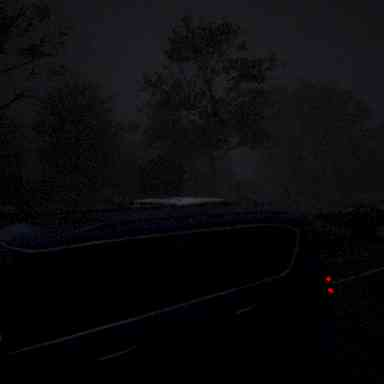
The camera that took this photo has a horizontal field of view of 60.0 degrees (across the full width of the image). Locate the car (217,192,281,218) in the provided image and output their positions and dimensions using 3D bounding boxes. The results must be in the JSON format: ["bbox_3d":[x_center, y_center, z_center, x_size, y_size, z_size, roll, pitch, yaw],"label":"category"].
[{"bbox_3d":[4.980,1.056,30.051,2.435,2.045,5.566,0,0,-36],"label":"car"}]

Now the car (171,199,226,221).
[{"bbox_3d":[0.436,1.380,26.835,2.002,1.452,4.674,0,0,-36],"label":"car"}]

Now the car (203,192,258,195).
[{"bbox_3d":[2.815,1.071,28.503,2.435,2.045,5.566,0,0,-36],"label":"car"}]

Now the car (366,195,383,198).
[{"bbox_3d":[25.483,1.169,44.745,2.231,1.521,4.892,0,0,-36],"label":"car"}]

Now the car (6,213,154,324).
[{"bbox_3d":[-3.092,1.448,8.235,2.097,1.535,5.008,-1,0,-36],"label":"car"}]

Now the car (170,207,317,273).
[{"bbox_3d":[1.472,1.400,11.498,2.231,1.521,4.892,-1,0,-35],"label":"car"}]

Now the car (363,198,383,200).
[{"bbox_3d":[10.479,1.317,18.167,1.946,1.575,5.366,0,0,-36],"label":"car"}]

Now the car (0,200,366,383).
[{"bbox_3d":[-0.973,1.214,2.991,5.566,2.045,2.150,-1,0,-35],"label":"car"}]

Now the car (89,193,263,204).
[{"bbox_3d":[-0.832,1.172,9.891,2.435,2.045,5.566,-1,0,-36],"label":"car"}]

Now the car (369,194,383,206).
[{"bbox_3d":[27.853,1.150,46.204,1.946,1.575,5.366,0,0,-36],"label":"car"}]

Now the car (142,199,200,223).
[{"bbox_3d":[-1.728,1.359,25.286,2.097,1.535,5.008,-1,0,-36],"label":"car"}]

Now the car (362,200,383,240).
[{"bbox_3d":[8.311,1.336,16.384,2.097,1.535,5.008,0,0,-36],"label":"car"}]

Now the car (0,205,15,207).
[{"bbox_3d":[-10.791,1.450,18.809,2.097,1.535,5.008,-1,0,-36],"label":"car"}]

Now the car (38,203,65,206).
[{"bbox_3d":[-8.511,1.455,20.409,2.163,1.488,4.792,-1,0,-36],"label":"car"}]
